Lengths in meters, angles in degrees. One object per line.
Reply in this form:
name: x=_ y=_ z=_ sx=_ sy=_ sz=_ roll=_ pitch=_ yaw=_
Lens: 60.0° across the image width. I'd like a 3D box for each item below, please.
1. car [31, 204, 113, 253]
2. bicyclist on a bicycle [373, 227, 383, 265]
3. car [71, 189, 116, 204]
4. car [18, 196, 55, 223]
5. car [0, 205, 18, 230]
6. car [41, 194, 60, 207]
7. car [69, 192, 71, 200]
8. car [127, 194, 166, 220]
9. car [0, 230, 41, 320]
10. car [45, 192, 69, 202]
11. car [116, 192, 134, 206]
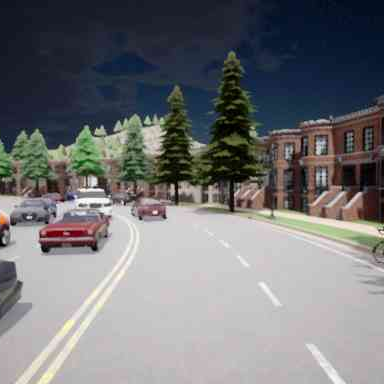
car: x=-4.315 y=1.360 z=12.816 sx=1.895 sy=1.301 sz=4.718 roll=0 pitch=1 yaw=-8
bicyclist on a bicycle: x=5.839 y=1.184 z=9.391 sx=1.656 sy=1.620 sz=0.582 roll=-9 pitch=1 yaw=-2
car: x=-6.999 y=0.786 z=23.247 sx=2.150 sy=2.045 sz=5.566 roll=0 pitch=1 yaw=-22
car: x=-9.621 y=1.186 z=20.106 sx=1.994 sy=1.385 sz=4.181 roll=0 pitch=1 yaw=-21
car: x=-7.622 y=1.154 z=10.405 sx=2.097 sy=1.767 sz=4.553 roll=0 pitch=1 yaw=-6
car: x=-10.925 y=1.116 z=24.283 sx=1.812 sy=1.442 sz=4.674 roll=0 pitch=1 yaw=-25
car: x=-16.302 y=0.474 z=47.069 sx=4.553 sy=1.767 sz=2.097 roll=1 pitch=1 yaw=39
car: x=-3.104 y=1.090 z=23.353 sx=1.812 sy=1.442 sz=4.674 roll=0 pitch=1 yaw=-19
car: x=-3.681 y=1.484 z=3.234 sx=2.033 sy=1.411 sz=5.357 roll=0 pitch=1 yaw=-2
car: x=-18.998 y=0.725 z=44.828 sx=4.181 sy=1.385 sz=1.994 roll=1 pitch=1 yaw=37
car: x=-7.934 y=0.782 z=38.839 sx=1.837 sy=1.490 sz=4.892 roll=-1 pitch=2 yaw=-38
